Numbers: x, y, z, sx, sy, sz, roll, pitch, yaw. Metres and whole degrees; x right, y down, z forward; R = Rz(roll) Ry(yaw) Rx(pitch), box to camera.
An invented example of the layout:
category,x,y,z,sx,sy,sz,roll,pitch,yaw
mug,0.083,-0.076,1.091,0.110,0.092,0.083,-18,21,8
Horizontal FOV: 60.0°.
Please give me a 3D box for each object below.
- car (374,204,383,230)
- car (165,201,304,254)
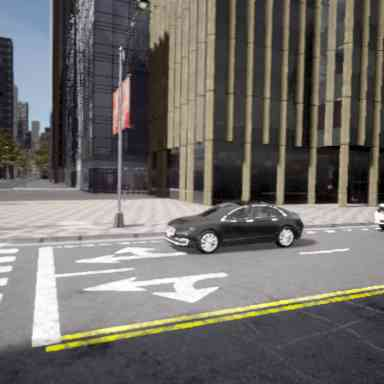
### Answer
category,x,y,z,sx,sy,sz,roll,pitch,yaw
car,11.200,0.846,15.551,5.566,2.045,2.150,0,2,-23
car,1.512,1.086,11.307,4.892,1.490,1.837,0,2,-24
